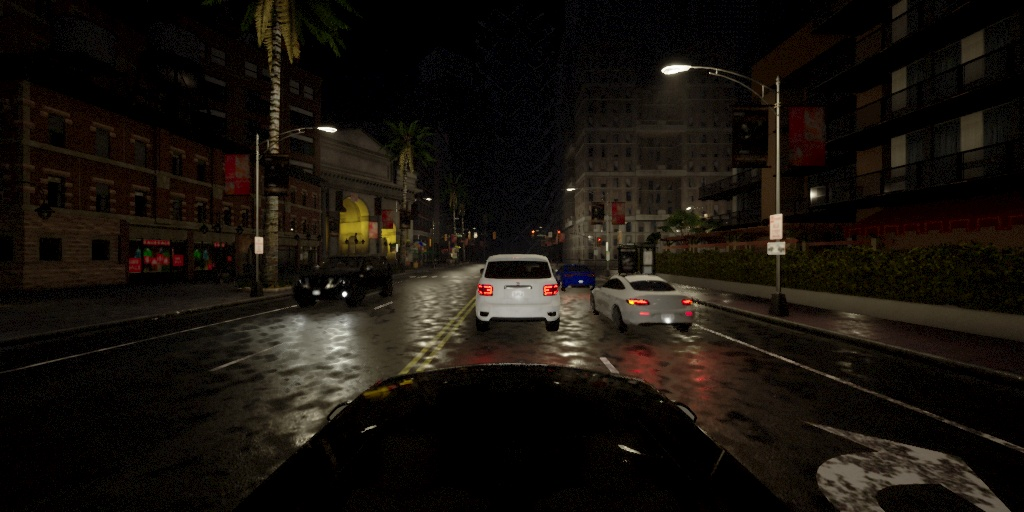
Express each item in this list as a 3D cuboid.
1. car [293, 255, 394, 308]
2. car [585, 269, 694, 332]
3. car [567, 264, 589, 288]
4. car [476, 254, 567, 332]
[{"bbox_3d":[-6.969,0.974,15.609,2.150,2.045,5.566,0,0,1],"label":"car"},{"bbox_3d":[3.662,1.276,10.740,1.812,1.442,4.674,0,0,0],"label":"car"},{"bbox_3d":[3.721,1.228,21.790,1.882,1.535,5.008,0,0,0],"label":"car"},{"bbox_3d":[0.157,0.972,11.063,2.150,2.045,5.566,0,0,0],"label":"car"}]
